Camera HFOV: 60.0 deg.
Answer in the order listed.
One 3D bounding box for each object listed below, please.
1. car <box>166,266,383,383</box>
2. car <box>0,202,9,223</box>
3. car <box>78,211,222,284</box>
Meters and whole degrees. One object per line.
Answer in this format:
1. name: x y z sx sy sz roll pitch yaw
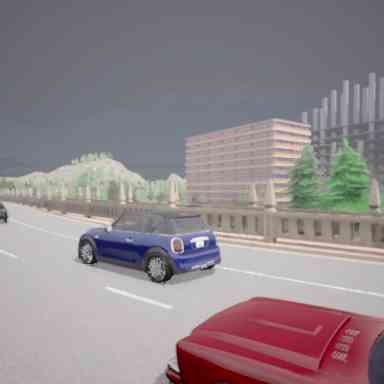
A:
1. car: 2.094 1.616 2.586 4.718 1.301 1.895 0 0 36
2. car: -14.523 1.388 23.950 2.128 1.511 4.902 0 0 -37
3. car: -1.424 1.341 9.887 4.553 1.767 2.097 0 0 40
